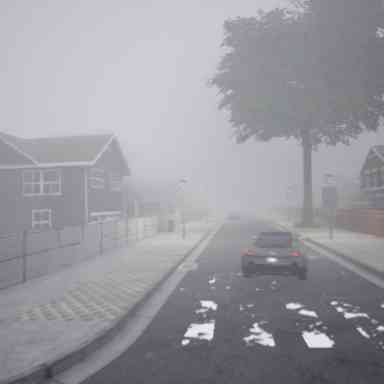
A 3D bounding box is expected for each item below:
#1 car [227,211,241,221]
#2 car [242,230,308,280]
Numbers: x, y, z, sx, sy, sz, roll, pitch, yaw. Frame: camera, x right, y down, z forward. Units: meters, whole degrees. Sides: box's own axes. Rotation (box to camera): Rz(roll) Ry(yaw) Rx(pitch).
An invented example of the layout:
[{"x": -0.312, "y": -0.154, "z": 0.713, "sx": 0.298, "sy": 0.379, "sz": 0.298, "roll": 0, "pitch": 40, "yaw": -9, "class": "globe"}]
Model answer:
[{"x": 6.205, "y": 3.493, "z": 48.993, "sx": 1.812, "sy": 1.442, "sz": 4.674, "roll": -2, "pitch": -2, "yaw": 8, "class": "car"}, {"x": 2.992, "y": 2.032, "z": 11.649, "sx": 1.994, "sy": 1.385, "sz": 4.181, "roll": -2, "pitch": -3, "yaw": 18, "class": "car"}]
